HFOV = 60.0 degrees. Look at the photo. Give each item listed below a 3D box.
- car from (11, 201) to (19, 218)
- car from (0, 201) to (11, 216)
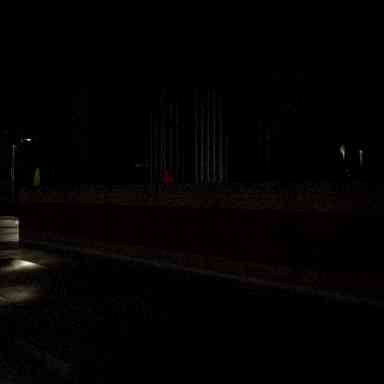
[{"bbox_3d":[-12.265,1.603,28.823,2.033,1.411,5.357,0,0,37],"label":"car"},{"bbox_3d":[-16.423,1.547,29.102,2.128,1.511,4.902,0,0,37],"label":"car"}]
